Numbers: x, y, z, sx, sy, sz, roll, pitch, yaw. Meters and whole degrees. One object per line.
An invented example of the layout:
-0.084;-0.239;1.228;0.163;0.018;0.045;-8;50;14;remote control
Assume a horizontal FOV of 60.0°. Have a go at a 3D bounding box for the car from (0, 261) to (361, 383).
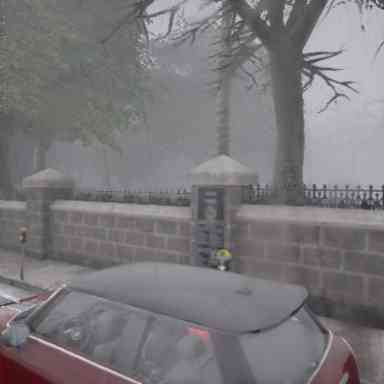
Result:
-0.643;1.441;3.248;4.097;1.590;1.967;0;1;36;car
